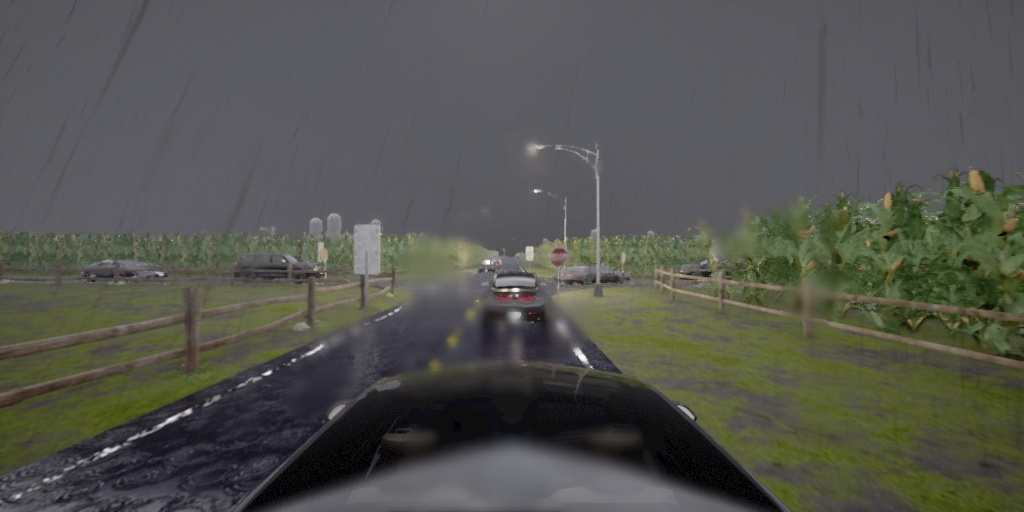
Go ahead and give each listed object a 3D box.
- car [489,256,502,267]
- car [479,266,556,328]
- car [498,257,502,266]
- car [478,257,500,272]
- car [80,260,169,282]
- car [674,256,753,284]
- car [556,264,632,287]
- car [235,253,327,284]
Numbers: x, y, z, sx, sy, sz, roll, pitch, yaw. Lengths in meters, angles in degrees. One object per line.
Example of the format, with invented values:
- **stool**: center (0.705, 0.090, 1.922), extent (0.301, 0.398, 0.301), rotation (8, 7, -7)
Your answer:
- **car**: center (-2.802, 0.914, 62.430), extent (2.097, 1.767, 4.553), rotation (0, 0, 0)
- **car**: center (0.097, 1.229, 11.239), extent (1.837, 1.490, 4.892), rotation (0, 0, 0)
- **car**: center (-2.832, 1.159, 52.398), extent (1.994, 1.385, 4.181), rotation (0, 0, 0)
- **car**: center (-2.841, 1.177, 42.103), extent (2.033, 1.411, 5.357), rotation (0, 0, 0)
- **car**: center (-26.620, 1.018, 24.780), extent (4.902, 1.511, 2.128), rotation (0, 0, 1)
- **car**: center (15.349, 1.025, 27.314), extent (5.566, 2.045, 2.150), rotation (0, 0, 1)
- **car**: center (5.459, 1.259, 23.882), extent (5.357, 1.411, 2.033), rotation (1, -1, -28)
- **car**: center (-15.858, 0.808, 24.694), extent (5.566, 2.045, 2.150), rotation (0, 0, 0)
